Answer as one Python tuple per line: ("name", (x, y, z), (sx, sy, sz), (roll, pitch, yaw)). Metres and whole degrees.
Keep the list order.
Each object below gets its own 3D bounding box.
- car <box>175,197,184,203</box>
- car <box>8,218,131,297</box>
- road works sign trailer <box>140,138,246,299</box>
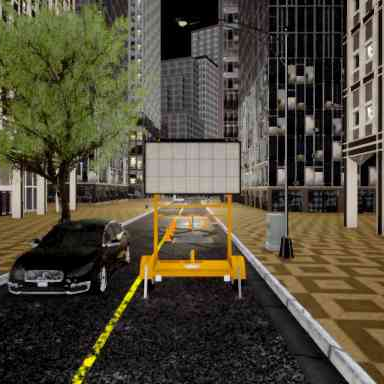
("car", (-2.587, 1.690, 68.855), (1.895, 1.301, 4.718), (0, 0, 0))
("car", (-2.833, 1.504, 8.743), (1.837, 1.490, 4.892), (0, 0, 0))
("road works sign trailer", (0.017, 0.464, 8.403), (2.380, 3.560, 2.880), (0, 0, 0))
